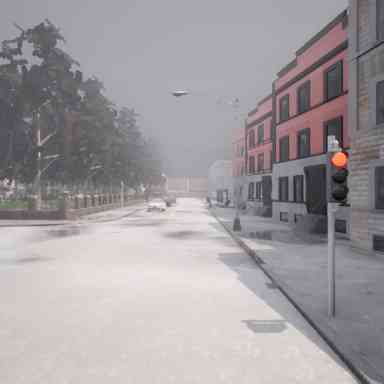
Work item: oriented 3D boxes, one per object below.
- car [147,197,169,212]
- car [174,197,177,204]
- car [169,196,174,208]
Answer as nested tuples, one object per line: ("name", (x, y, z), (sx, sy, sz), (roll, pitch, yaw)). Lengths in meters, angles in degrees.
("car", (-4.051, 1.526, 38.957), (1.812, 1.442, 4.674), (0, 0, 0))
("car", (-3.968, 1.548, 64.364), (2.033, 1.411, 5.357), (0, 0, 1))
("car", (-4.051, 1.601, 49.192), (1.895, 1.301, 4.718), (0, 0, 0))
